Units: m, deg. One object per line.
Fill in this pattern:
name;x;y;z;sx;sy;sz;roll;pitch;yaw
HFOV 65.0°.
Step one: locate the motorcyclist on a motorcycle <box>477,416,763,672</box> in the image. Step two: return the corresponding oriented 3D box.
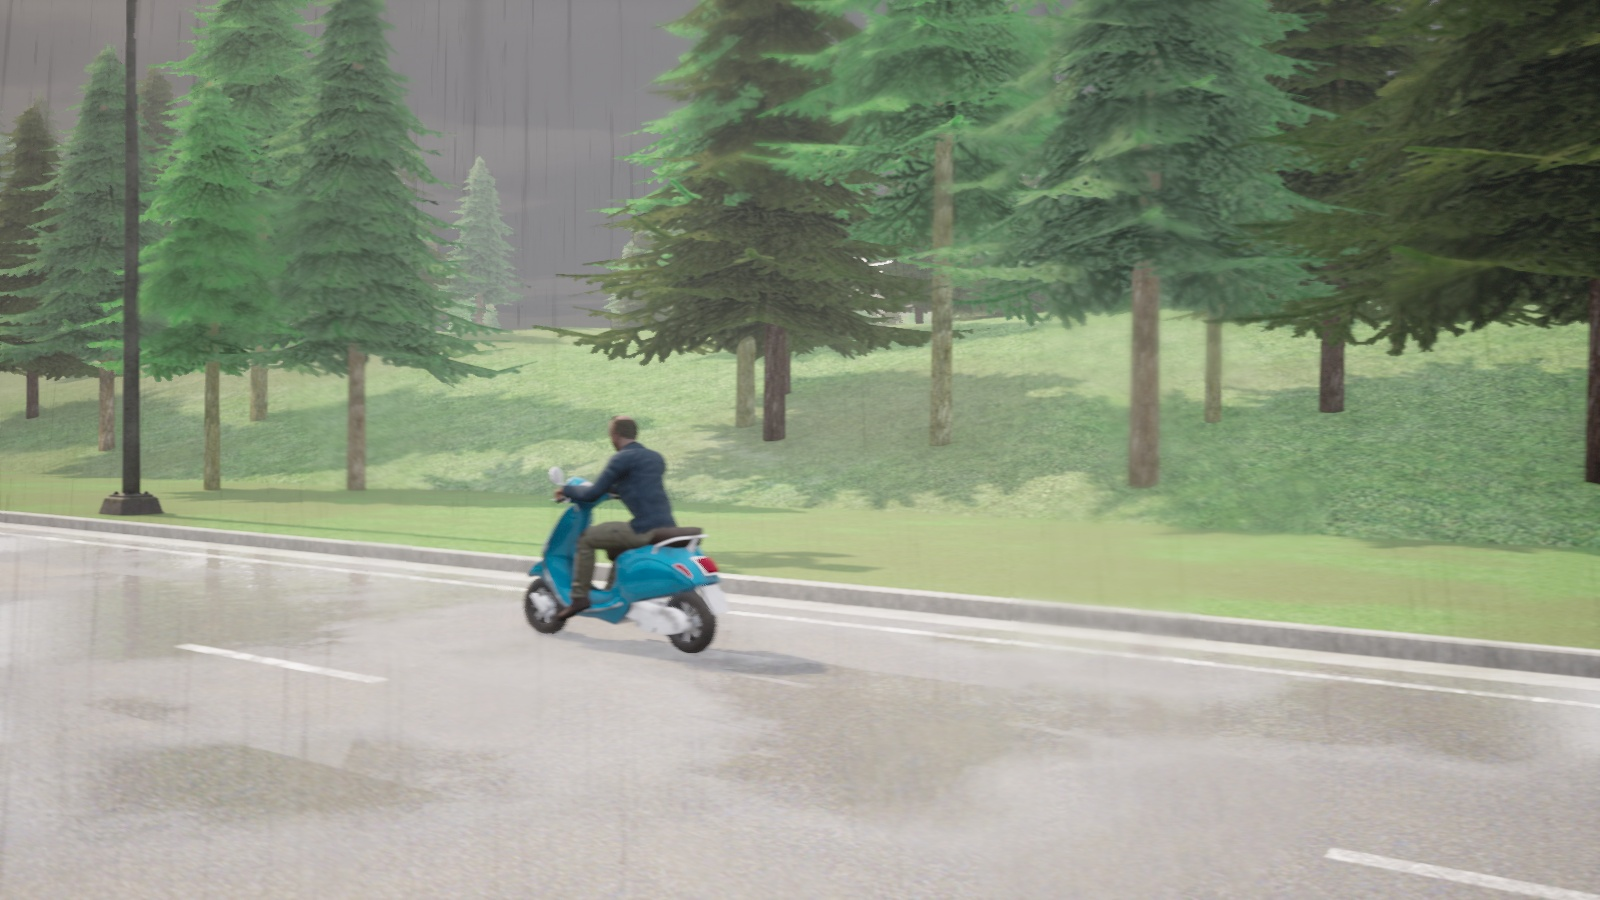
motorcyclist on a motorcycle;-1.256;0.578;8.658;1.817;1.590;0.866;0;1;34
